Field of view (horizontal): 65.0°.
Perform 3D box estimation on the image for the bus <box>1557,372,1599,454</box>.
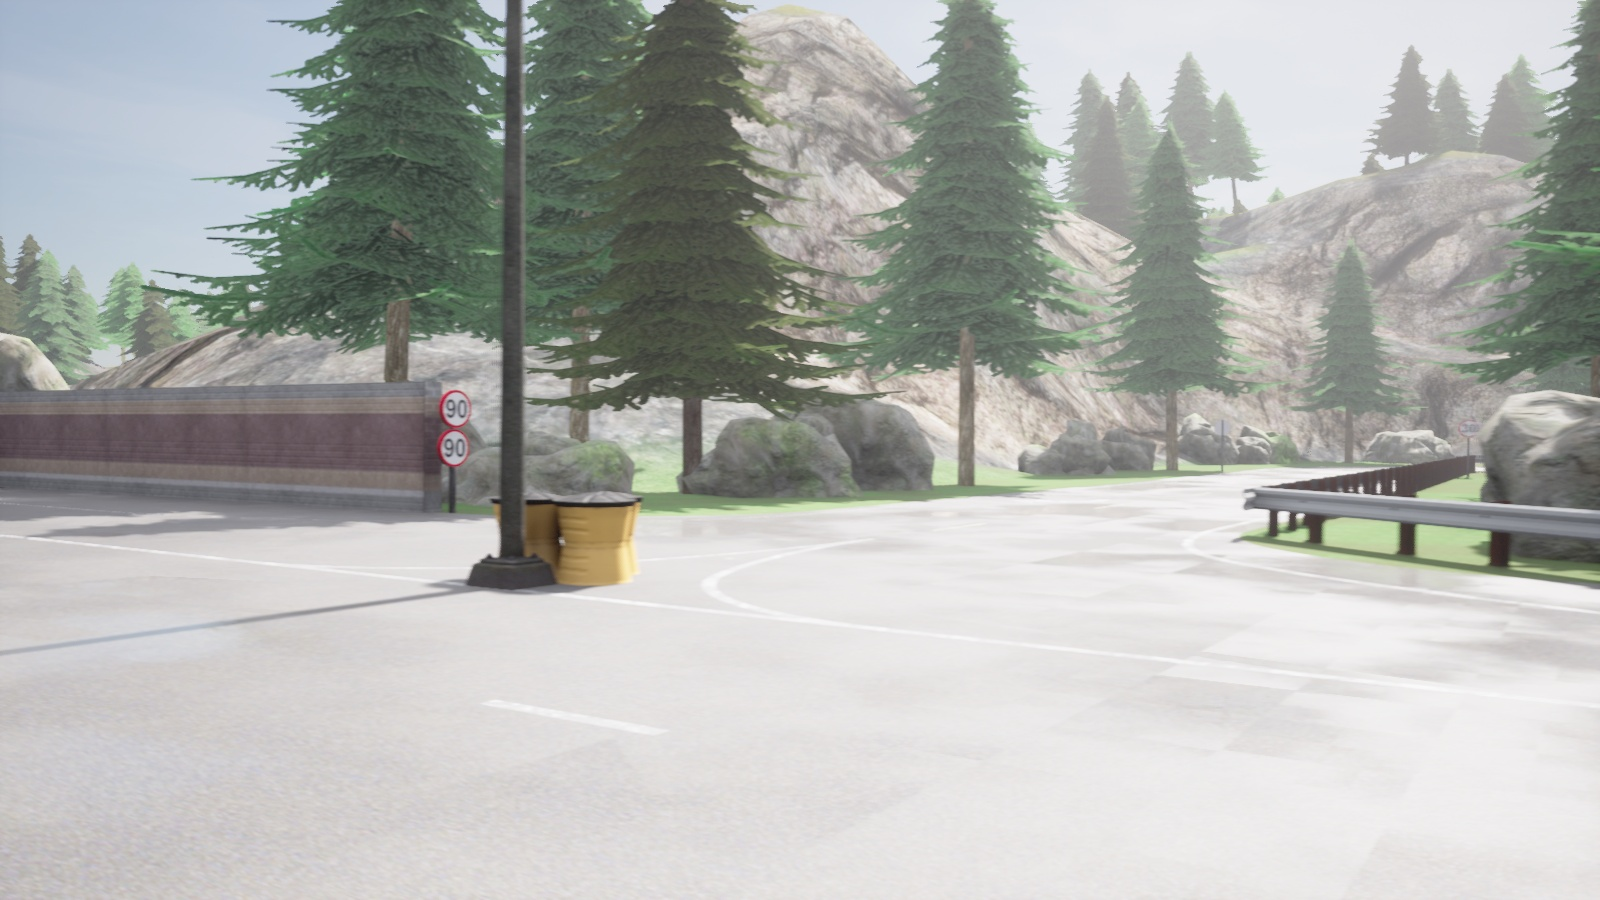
[{"bbox_3d":[45.714,-1.960,65.414,10.273,4.253,3.944,0,0,22],"label":"bus"}]
